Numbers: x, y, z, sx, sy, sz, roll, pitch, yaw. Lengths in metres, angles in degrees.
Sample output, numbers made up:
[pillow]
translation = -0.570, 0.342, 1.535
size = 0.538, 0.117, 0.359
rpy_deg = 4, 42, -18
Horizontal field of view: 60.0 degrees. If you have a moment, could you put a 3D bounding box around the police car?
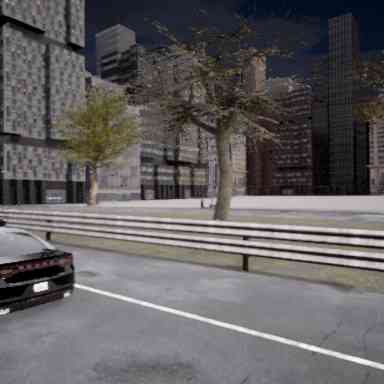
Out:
[police car]
translation = -4.700, 1.435, 7.227
size = 5.238, 1.638, 1.930
rpy_deg = 0, 0, 36
